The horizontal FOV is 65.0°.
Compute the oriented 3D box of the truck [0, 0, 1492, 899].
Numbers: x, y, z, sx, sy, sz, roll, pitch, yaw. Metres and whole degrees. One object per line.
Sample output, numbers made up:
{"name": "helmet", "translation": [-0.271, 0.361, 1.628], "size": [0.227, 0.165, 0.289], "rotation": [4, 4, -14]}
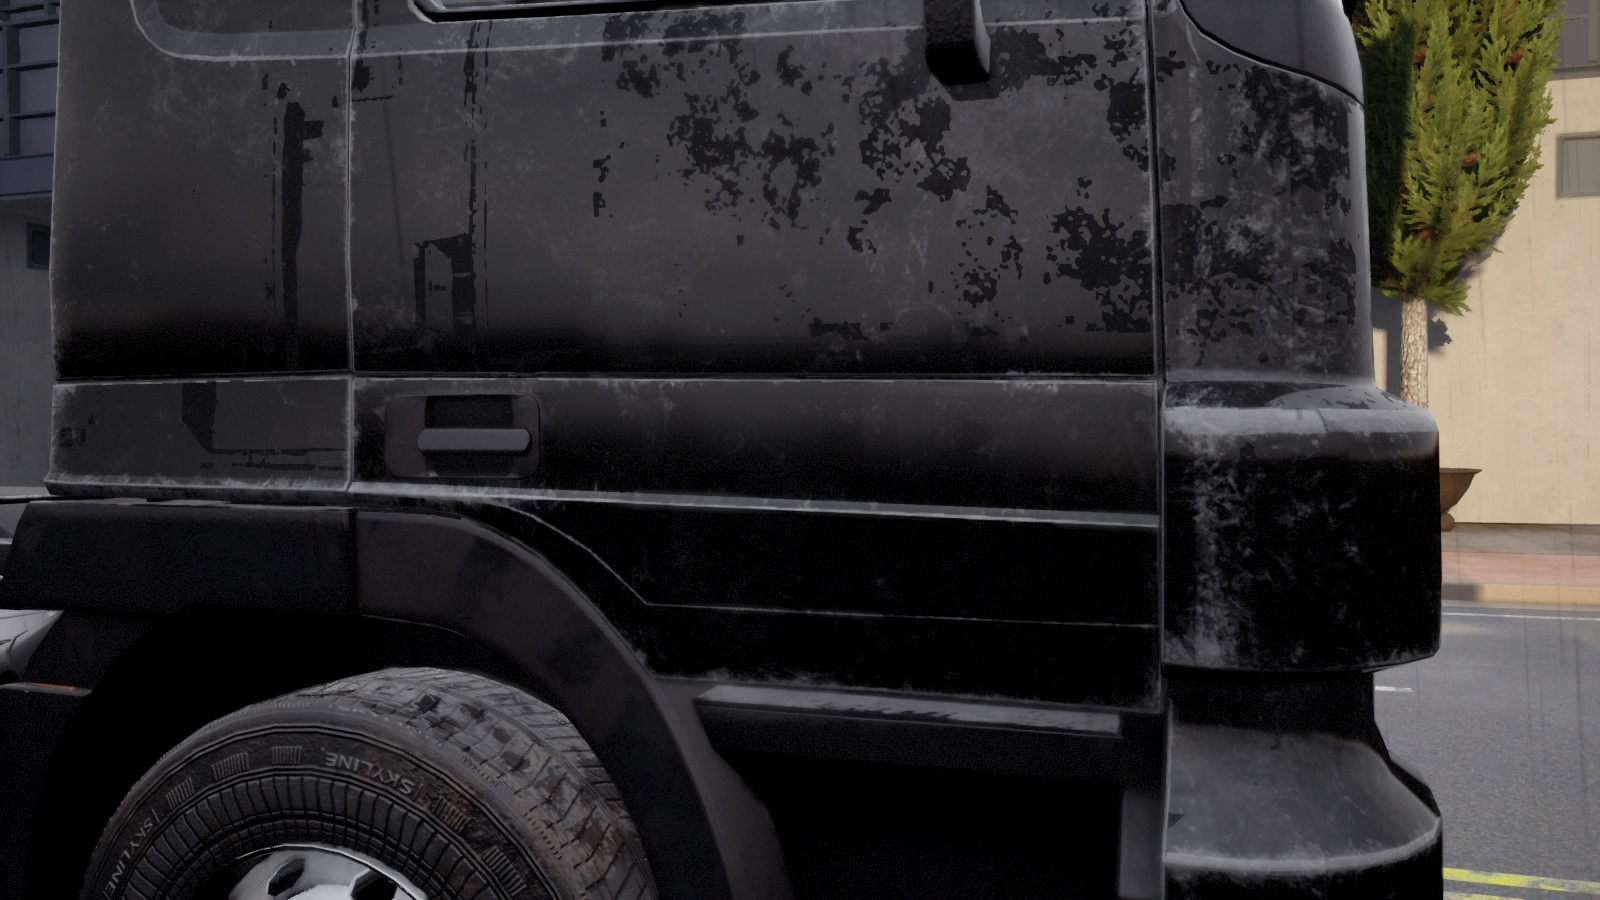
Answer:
{"name": "truck", "translation": [-2.510, -0.230, 4.057], "size": [7.936, 3.462, 2.891], "rotation": [1, 1, 19]}
